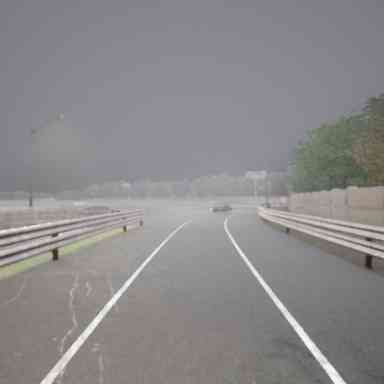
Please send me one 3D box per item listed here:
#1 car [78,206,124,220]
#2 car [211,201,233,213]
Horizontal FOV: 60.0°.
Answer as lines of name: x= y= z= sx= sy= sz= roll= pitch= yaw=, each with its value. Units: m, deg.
car: x=-8.816 y=2.089 z=32.981 sx=1.882 sy=1.535 sz=5.008 roll=0 pitch=-1 yaw=39
car: x=5.044 y=2.635 z=54.308 sx=2.033 sy=1.411 sz=5.357 roll=0 pitch=-1 yaw=26
